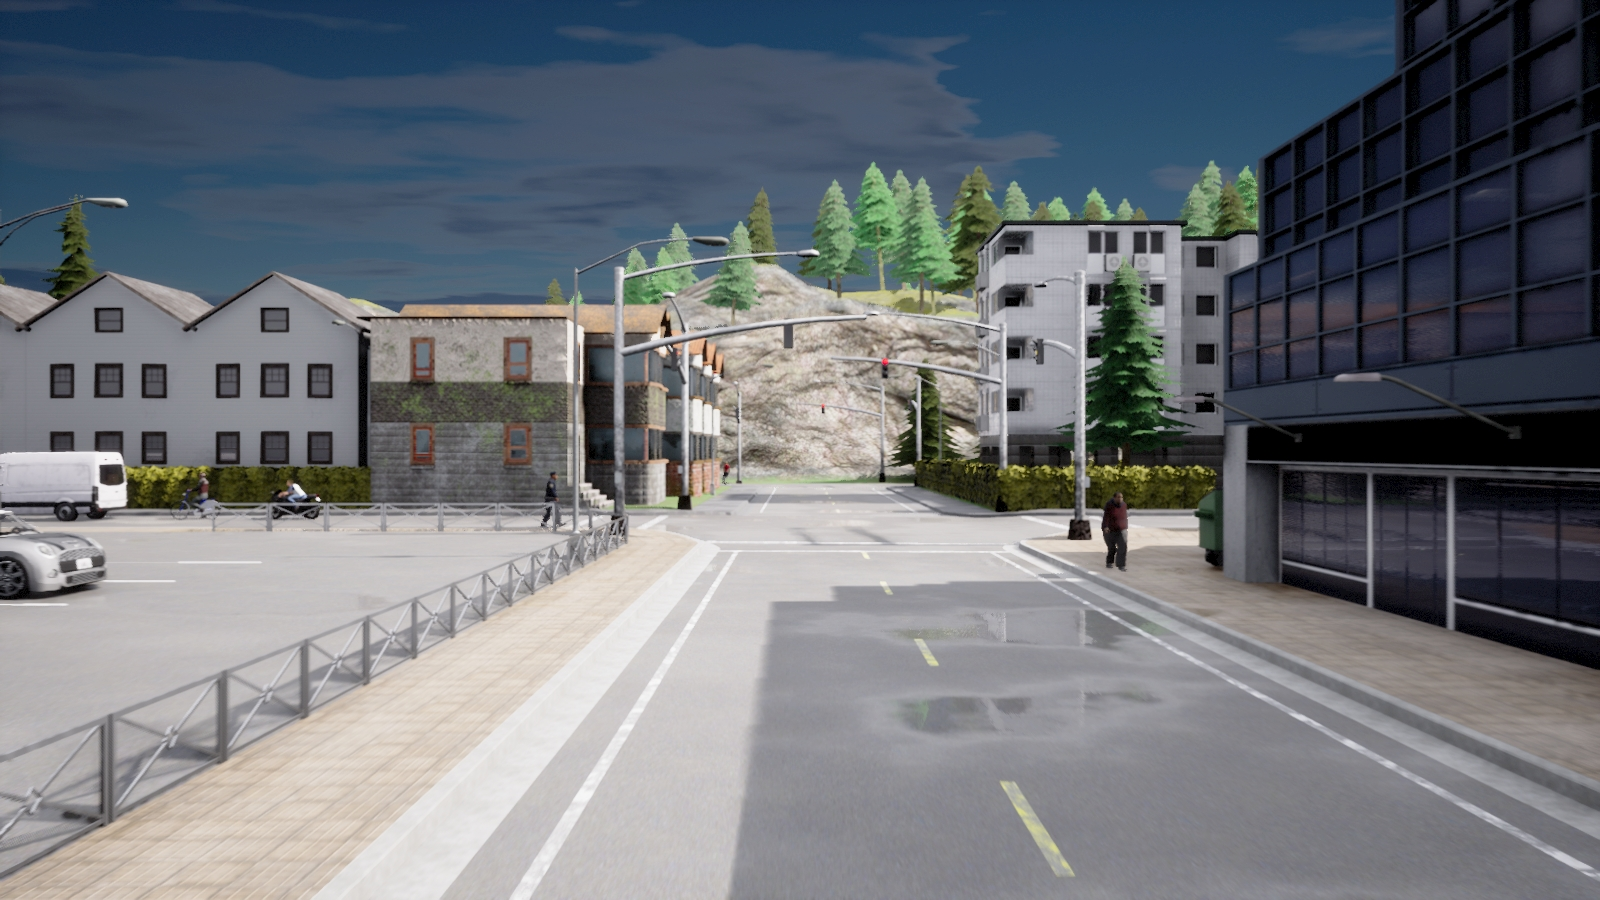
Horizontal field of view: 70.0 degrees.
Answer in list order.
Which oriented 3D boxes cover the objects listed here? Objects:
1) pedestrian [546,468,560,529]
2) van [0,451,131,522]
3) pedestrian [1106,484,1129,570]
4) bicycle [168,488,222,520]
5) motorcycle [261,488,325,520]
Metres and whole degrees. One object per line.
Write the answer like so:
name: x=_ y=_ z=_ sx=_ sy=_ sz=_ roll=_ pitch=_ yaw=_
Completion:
pedestrian: x=-7.644 y=1.500 z=35.367 sx=0.375 sy=1.860 sz=0.375 roll=0 pitch=0 yaw=-2
van: x=-28.564 y=1.336 z=42.726 sx=5.915 sy=2.561 sz=1.988 roll=0 pitch=0 yaw=0
pedestrian: x=6.944 y=1.675 z=24.981 sx=0.375 sy=1.860 sz=0.375 roll=0 pitch=0 yaw=-5
bicycle: x=-22.636 y=2.012 z=42.772 sx=1.835 sy=1.171 sz=0.329 roll=0 pitch=0 yaw=0
motorcycle: x=-18.944 y=2.015 z=42.717 sx=2.033 sy=1.145 sz=0.803 roll=0 pitch=0 yaw=0
